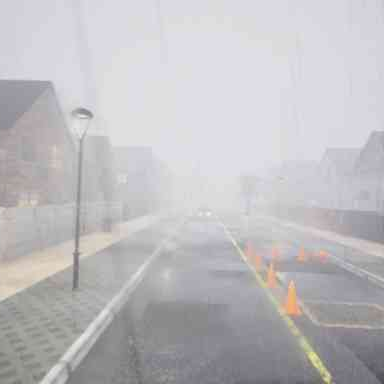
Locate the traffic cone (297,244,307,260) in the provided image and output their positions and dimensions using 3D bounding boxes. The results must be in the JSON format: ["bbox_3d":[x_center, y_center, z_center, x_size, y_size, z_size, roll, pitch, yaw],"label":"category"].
[{"bbox_3d":[4.217,2.279,12.667,0.340,0.580,0.340,2,-1,2],"label":"traffic cone"}]

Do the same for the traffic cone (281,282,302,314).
[{"bbox_3d":[2.023,2.117,6.737,0.340,0.580,0.340,2,-1,2],"label":"traffic cone"}]

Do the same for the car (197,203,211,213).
[{"bbox_3d":[1.901,2.460,51.080,1.994,1.385,4.181,2,-1,2],"label":"car"}]

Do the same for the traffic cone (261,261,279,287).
[{"bbox_3d":[2.089,2.148,8.735,0.340,0.580,0.340,2,-1,2],"label":"traffic cone"}]

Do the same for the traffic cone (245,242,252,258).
[{"bbox_3d":[2.219,2.209,12.733,0.340,0.580,0.340,2,-1,2],"label":"traffic cone"}]

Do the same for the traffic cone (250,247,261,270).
[{"bbox_3d":[2.154,2.178,10.734,0.340,0.580,0.340,2,-1,2],"label":"traffic cone"}]

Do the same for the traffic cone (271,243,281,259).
[{"bbox_3d":[3.218,2.244,12.700,0.340,0.580,0.340,2,-1,2],"label":"traffic cone"}]
